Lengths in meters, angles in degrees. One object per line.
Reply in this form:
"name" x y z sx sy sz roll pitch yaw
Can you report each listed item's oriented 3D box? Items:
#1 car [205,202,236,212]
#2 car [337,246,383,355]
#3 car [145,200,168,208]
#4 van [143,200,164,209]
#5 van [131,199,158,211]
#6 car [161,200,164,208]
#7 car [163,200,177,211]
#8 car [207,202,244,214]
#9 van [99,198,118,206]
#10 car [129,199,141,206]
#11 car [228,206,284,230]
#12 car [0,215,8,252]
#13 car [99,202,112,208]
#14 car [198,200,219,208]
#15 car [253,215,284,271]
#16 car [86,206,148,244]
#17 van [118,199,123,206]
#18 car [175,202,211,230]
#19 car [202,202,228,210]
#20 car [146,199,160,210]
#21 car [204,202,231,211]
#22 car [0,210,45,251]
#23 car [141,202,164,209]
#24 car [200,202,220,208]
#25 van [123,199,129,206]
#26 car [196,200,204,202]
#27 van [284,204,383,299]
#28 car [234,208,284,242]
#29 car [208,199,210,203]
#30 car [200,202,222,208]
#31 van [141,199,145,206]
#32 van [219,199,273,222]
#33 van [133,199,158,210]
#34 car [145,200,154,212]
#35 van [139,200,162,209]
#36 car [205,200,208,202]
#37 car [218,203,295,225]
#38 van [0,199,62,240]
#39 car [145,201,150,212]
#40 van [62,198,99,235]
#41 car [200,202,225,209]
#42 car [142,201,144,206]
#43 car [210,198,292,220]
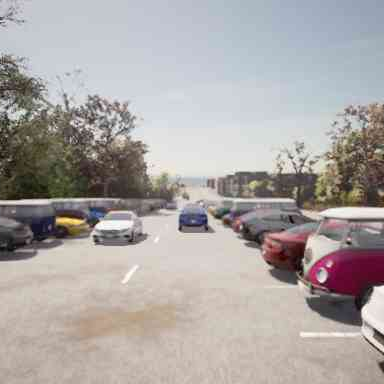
"car" 4.516 2.441 53.904 4.792 1.488 2.163 0 -1 0
"car" 4.534 1.556 3.962 4.674 1.452 2.002 0 0 0
"car" -8.649 2.935 81.672 5.566 2.045 2.435 0 -2 0
"van" -8.731 2.773 76.010 4.442 1.987 1.878 0 -2 0
"van" -8.481 2.326 59.527 4.442 1.987 1.878 0 -1 0
"car" -8.609 2.689 65.059 5.008 1.535 2.097 0 -1 0
"car" -3.601 2.634 59.481 1.994 1.385 4.181 0 -1 0
"car" 4.502 2.206 45.578 4.892 1.521 2.231 0 -1 0
"van" -8.449 1.499 26.161 4.442 1.987 1.878 0 -1 0
"car" -8.545 1.680 34.478 5.566 2.045 2.435 0 -1 0
"car" 4.520 1.677 17.842 4.674 1.452 2.002 0 -1 0
"car" -8.544 1.566 9.689 5.008 1.535 2.097 0 -1 0
"car" -8.568 1.687 23.538 5.008 1.535 2.097 0 0 0
"car" 4.423 3.212 89.977 5.566 2.045 2.435 0 -2 0
"car" 4.525 1.564 9.515 5.008 1.535 2.097 0 0 0
"car" -3.615 1.675 16.934 1.812 1.442 4.674 0 -1 0
"van" -8.685 1.571 29.063 4.442 1.987 1.878 0 -1 0
"car" 0.078 1.677 22.700 1.882 1.535 5.008 0 -1 0
"car" 4.447 2.716 65.005 4.792 1.488 2.163 0 -1 0
"car" -8.565 2.163 53.989 5.566 2.045 2.435 0 -1 0
"car" 4.511 2.579 59.454 4.792 1.488 2.163 0 -1 0
"car" -8.546 1.592 12.459 4.892 1.521 2.231 0 -1 0
"car" -8.641 2.942 73.233 4.792 1.488 2.163 0 -2 0
"car" 4.451 3.278 84.419 4.892 1.521 2.231 0 -2 0
"van" -8.688 1.637 31.707 4.442 1.987 1.878 0 -1 0
"car" 0.079 2.057 39.639 1.882 1.535 5.008 0 -2 0
"van" 4.417 1.314 6.740 4.442 1.987 1.878 0 0 0
"car" 4.555 1.642 15.065 4.792 1.488 2.163 0 -1 0
"car" 4.532 1.942 40.031 4.553 1.767 2.185 0 -1 0
"car" 4.645 3.181 81.645 5.366 1.575 1.946 0 -2 0
"van" -8.698 1.911 42.785 4.442 1.987 1.878 0 -1 0
"van" 4.628 1.567 28.932 4.442 1.987 1.878 0 -1 0
"van" -8.717 2.395 62.296 4.442 1.987 1.878 0 -1 0
"car" -8.582 2.277 48.443 5.008 1.535 2.097 0 -1 0
"van" -8.498 2.535 67.850 4.442 1.987 1.878 0 -2 0
"car" 4.683 2.134 42.803 5.366 1.575 1.946 0 -1 0
"car" 4.488 1.715 23.401 4.792 1.488 2.163 0 -1 0
"van" -8.672 1.389 15.230 4.442 1.987 1.878 0 0 0
"car" -8.587 2.246 45.548 4.674 1.452 2.002 0 -1 0
"van" -8.443 1.437 20.770 4.442 1.987 1.878 0 0 0
"car" 4.651 2.994 75.975 5.366 1.575 1.946 0 -2 0
"car" -8.577 2.111 40.135 4.674 1.452 2.002 0 -1 0
"car" 4.486 1.473 26.157 5.566 2.045 2.435 0 -1 0
